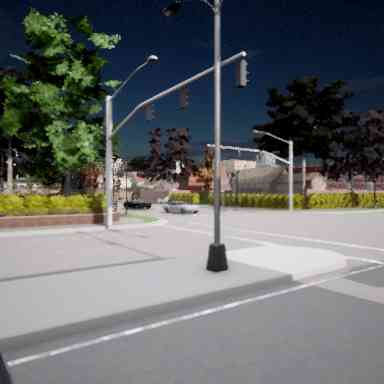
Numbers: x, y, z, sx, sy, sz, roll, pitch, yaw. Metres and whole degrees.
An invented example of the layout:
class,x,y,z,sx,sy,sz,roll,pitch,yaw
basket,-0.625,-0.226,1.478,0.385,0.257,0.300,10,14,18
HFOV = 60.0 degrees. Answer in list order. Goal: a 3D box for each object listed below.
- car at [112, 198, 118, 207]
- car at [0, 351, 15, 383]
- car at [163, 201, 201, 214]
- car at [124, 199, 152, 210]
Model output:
class,x,y,z,sx,sy,sz,roll,pitch,yaw
car,-13.209,1.485,51.697,1.882,1.535,5.008,0,0,-36
car,-3.558,1.546,1.210,5.357,1.411,2.033,0,0,-36
car,-1.144,1.610,35.031,1.895,1.301,4.718,0,0,-36
car,-7.054,1.609,43.184,1.895,1.301,4.718,0,0,-36
